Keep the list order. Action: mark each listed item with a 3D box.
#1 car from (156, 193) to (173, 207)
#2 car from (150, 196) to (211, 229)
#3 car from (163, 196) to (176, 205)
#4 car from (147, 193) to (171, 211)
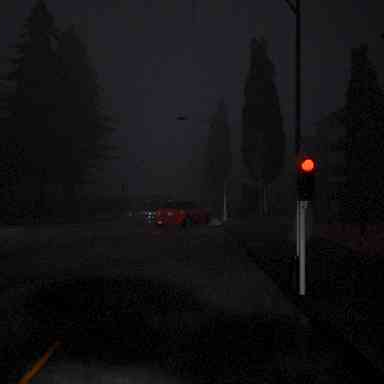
[{"bbox_3d":[-4.133,1.221,51.240,2.150,2.045,5.566,0,0,0],"label":"car"},{"bbox_3d":[-0.426,1.352,21.859,2.097,1.767,4.553,-1,0,26],"label":"car"},{"bbox_3d":[-4.086,1.547,61.943,2.033,1.411,5.357,0,0,0],"label":"car"},{"bbox_3d":[-4.138,1.221,40.804,2.150,2.045,5.566,0,0,0],"label":"car"}]
